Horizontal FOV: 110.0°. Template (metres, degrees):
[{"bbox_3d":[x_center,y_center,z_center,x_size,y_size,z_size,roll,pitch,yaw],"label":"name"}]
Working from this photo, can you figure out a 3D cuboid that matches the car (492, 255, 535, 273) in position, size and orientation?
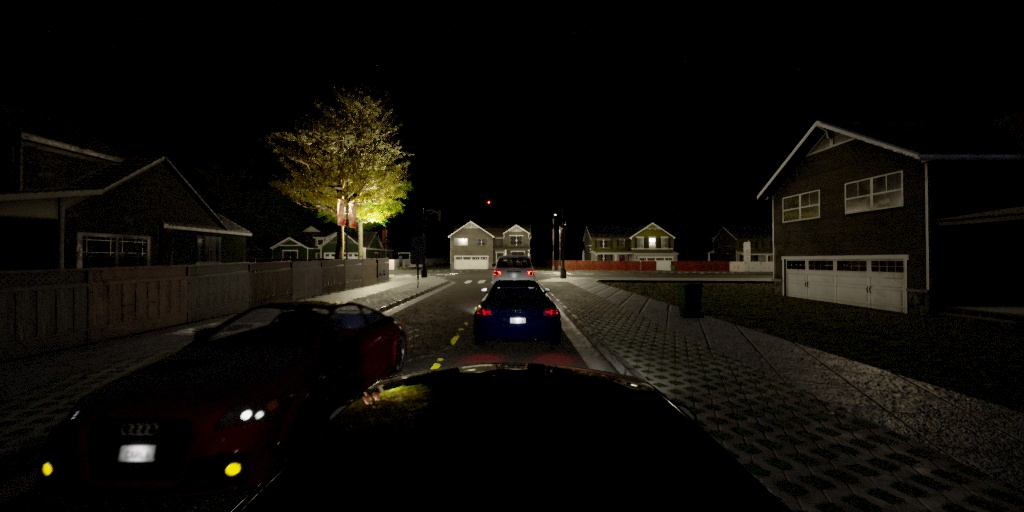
[{"bbox_3d":[0.101,0.976,19.451,2.150,2.045,5.566,0,0,0],"label":"car"}]

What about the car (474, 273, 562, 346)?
[{"bbox_3d":[0.106,1.316,9.489,1.994,1.385,4.181,0,0,0],"label":"car"}]

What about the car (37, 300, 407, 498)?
[{"bbox_3d":[-2.845,1.314,4.715,1.994,1.385,4.181,0,0,0],"label":"car"}]
